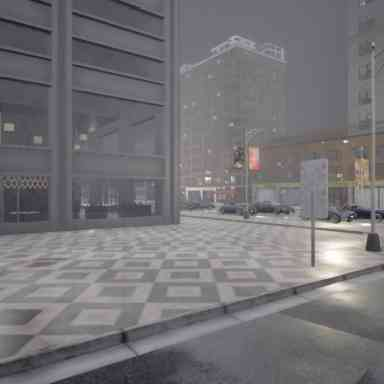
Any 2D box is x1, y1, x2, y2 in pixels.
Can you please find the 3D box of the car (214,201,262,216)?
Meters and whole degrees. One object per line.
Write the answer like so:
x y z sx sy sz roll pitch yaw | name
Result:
4.628 1.653 33.774 1.994 1.385 4.181 0 0 -36 | car

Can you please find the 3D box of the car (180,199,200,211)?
-1.329 1.686 42.041 1.994 1.385 4.181 0 0 -35 | car

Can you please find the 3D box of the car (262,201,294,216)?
8.063 1.632 34.555 2.033 1.411 5.357 0 0 -36 | car

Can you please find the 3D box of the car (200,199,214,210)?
0.874 1.672 44.529 2.033 1.411 5.357 0 0 -36 | car

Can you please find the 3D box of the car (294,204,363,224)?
10.440 1.615 25.716 1.994 1.385 4.181 0 0 -36 | car

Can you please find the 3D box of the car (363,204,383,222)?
13.711 1.647 26.735 1.895 1.301 4.718 0 0 -36 | car
